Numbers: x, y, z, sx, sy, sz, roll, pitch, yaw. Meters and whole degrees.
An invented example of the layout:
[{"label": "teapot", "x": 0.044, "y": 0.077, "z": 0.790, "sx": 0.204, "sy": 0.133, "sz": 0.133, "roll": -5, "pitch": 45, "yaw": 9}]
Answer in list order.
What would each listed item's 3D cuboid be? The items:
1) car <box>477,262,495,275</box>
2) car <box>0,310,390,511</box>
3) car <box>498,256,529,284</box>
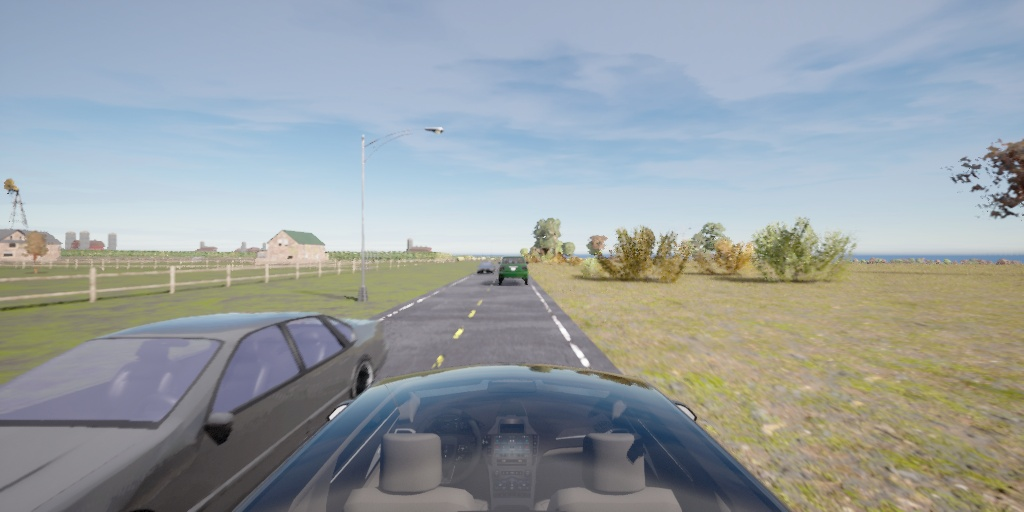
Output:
[{"label": "car", "x": -2.852, "y": 1.347, "z": 40.524, "sx": 2.033, "sy": 1.411, "sz": 5.357, "roll": 0, "pitch": 0, "yaw": 0}, {"label": "car", "x": -2.839, "y": 1.298, "z": 3.365, "sx": 2.033, "sy": 1.411, "sz": 5.357, "roll": 0, "pitch": 0, "yaw": 0}, {"label": "car", "x": 0.093, "y": 0.988, "z": 27.165, "sx": 2.150, "sy": 2.045, "sz": 5.566, "roll": 0, "pitch": 0, "yaw": 0}]
